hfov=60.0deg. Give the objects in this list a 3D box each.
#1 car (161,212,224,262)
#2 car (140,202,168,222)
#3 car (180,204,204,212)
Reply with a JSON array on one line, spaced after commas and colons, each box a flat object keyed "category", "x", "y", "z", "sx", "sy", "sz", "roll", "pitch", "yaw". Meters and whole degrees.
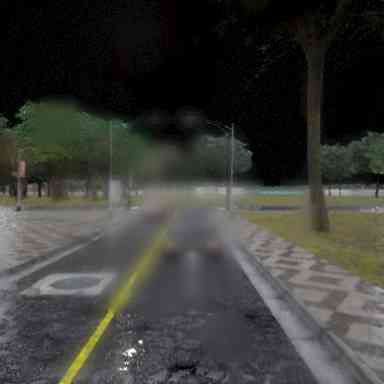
[{"category": "car", "x": 0.038, "y": 1.628, "z": 12.133, "sx": 1.895, "sy": 1.301, "sz": 4.718, "roll": 0, "pitch": 0, "yaw": 0}, {"category": "car", "x": -3.062, "y": 1.538, "z": 27.256, "sx": 1.882, "sy": 1.535, "sz": 5.008, "roll": 0, "pitch": 0, "yaw": 0}, {"category": "car", "x": 0.034, "y": 1.661, "z": 27.130, "sx": 1.895, "sy": 1.301, "sz": 4.718, "roll": 0, "pitch": 0, "yaw": 0}]
